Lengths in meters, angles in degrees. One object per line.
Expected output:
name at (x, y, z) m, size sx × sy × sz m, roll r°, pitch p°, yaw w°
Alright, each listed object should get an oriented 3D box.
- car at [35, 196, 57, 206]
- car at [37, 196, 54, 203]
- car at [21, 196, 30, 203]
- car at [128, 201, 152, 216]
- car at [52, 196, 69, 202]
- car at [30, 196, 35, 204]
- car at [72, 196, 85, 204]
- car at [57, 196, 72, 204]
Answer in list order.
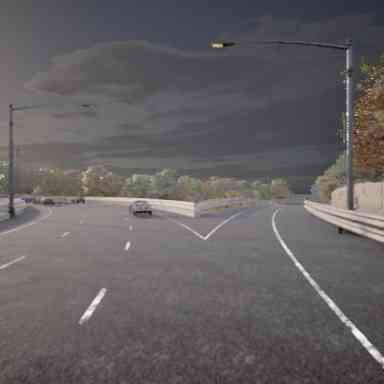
car at (-26.802, 1.688, 61.091) m, size 1.837 × 1.490 × 4.892 m, roll 0°, pitch 0°, yaw -36°
car at (-32.773, 1.649, 74.166) m, size 1.895 × 1.301 × 4.718 m, roll 0°, pitch 0°, yaw -45°
car at (-35.344, 1.550, 71.791) m, size 1.882 × 1.535 × 5.008 m, roll 0°, pitch 0°, yaw -45°
car at (-5.239, 1.584, 33.275) m, size 2.033 × 1.411 × 5.357 m, roll 0°, pitch 0°, yaw -18°
car at (-30.182, 1.631, 76.518) m, size 1.895 × 1.301 × 4.718 m, roll 0°, pitch 0°, yaw -45°
car at (-29.559, 1.789, 64.928) m, size 1.895 × 1.301 × 4.718 m, roll 0°, pitch 0°, yaw -39°
car at (-23.668, 1.653, 68.755) m, size 1.837 × 1.490 × 4.892 m, roll 0°, pitch 0°, yaw -39°
car at (-26.370, 1.772, 66.541) m, size 1.895 × 1.301 × 4.718 m, roll 0°, pitch 0°, yaw -39°
